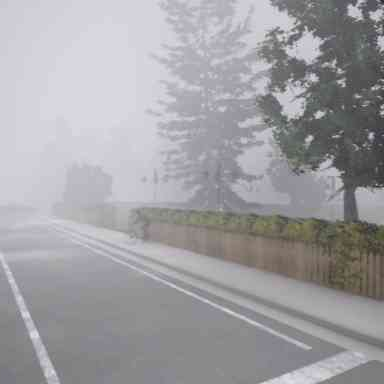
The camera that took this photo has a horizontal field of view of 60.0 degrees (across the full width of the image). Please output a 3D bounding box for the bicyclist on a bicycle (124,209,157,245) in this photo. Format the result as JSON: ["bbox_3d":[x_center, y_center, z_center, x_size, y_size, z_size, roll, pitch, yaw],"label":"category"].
[{"bbox_3d":[-2.375,1.626,15.493,1.656,1.620,0.582,2,-1,-33],"label":"bicyclist on a bicycle"}]

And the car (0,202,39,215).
[{"bbox_3d":[-22.246,2.087,42.723,2.128,1.511,4.902,-1,-1,34],"label":"car"}]
